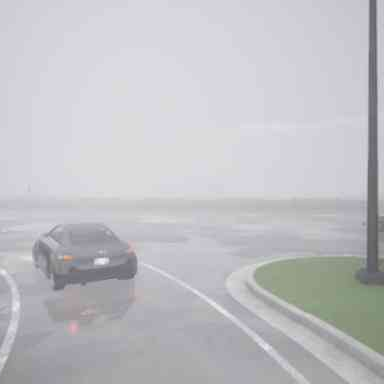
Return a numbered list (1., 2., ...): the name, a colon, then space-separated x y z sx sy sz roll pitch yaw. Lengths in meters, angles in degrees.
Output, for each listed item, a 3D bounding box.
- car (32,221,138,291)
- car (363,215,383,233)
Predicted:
1. car: -3.049 1.497 9.103 1.994 1.385 4.181 0 1 -31
2. car: 10.858 1.431 15.795 4.718 1.301 1.895 0 0 10
